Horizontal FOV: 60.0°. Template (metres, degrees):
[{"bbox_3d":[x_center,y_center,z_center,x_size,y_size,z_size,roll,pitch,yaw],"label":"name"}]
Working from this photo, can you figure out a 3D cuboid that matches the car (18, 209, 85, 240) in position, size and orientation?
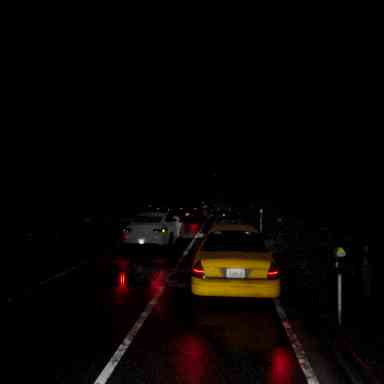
[{"bbox_3d":[-6.960,1.557,16.971,1.947,1.339,4.313,0,0,6],"label":"car"}]

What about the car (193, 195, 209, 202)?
[{"bbox_3d":[1.498,1.495,43.273,1.837,1.490,4.892,0,0,6],"label":"car"}]

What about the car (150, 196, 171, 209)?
[{"bbox_3d":[-4.168,1.427,44.455,1.967,1.590,4.097,0,0,6],"label":"car"}]

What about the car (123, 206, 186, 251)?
[{"bbox_3d":[-1.555,1.521,14.106,1.812,1.442,4.674,0,0,6],"label":"car"}]

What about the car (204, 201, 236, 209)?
[{"bbox_3d":[2.082,1.546,21.617,2.008,1.369,4.403,0,0,6],"label":"car"}]

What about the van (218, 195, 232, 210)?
[{"bbox_3d":[4.315,1.333,43.598,1.690,1.788,3.998,0,0,6],"label":"van"}]

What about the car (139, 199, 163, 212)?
[{"bbox_3d":[-4.727,1.553,38.958,1.947,1.339,4.313,0,0,6],"label":"car"}]

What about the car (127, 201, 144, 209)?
[{"bbox_3d":[-5.285,1.570,33.461,1.802,1.307,4.206,0,0,6],"label":"car"}]

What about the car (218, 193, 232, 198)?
[{"bbox_3d":[3.757,1.308,38.103,2.192,1.841,5.009,0,0,6],"label":"car"}]

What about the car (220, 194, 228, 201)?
[{"bbox_3d":[8.467,1.450,87.292,1.967,1.590,4.097,0,0,5],"label":"car"}]

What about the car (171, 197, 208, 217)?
[{"bbox_3d":[-0.081,1.485,27.758,2.128,1.511,4.902,0,0,6],"label":"car"}]

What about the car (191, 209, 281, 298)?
[{"bbox_3d":[1.052,1.455,8.606,1.801,1.575,5.366,0,0,6],"label":"car"}]

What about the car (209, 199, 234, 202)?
[{"bbox_3d":[2.640,1.545,27.112,2.008,1.369,4.403,0,0,6],"label":"car"}]

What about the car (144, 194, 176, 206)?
[{"bbox_3d":[-2.771,1.212,32.753,2.150,2.045,5.566,0,0,6],"label":"car"}]
